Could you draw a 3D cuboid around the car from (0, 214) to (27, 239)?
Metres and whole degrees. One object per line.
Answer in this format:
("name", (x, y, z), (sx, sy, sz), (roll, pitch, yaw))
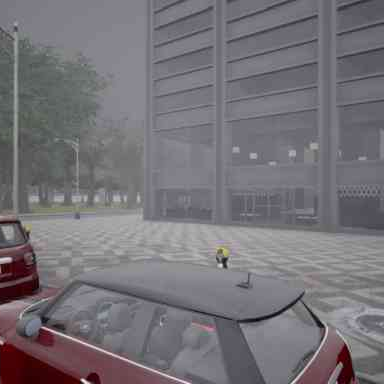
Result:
("car", (-5.043, 1.315, 6.552), (5.009, 1.841, 2.192), (0, 0, 35))

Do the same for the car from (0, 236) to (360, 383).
("car", (-0.614, 1.440, 3.398), (4.097, 1.590, 1.967), (0, 0, 35))
